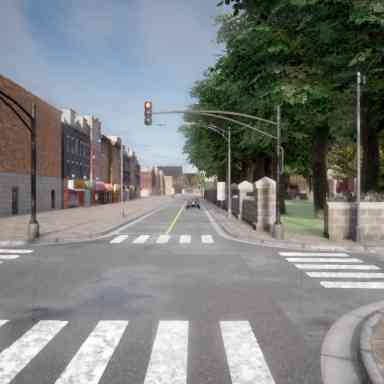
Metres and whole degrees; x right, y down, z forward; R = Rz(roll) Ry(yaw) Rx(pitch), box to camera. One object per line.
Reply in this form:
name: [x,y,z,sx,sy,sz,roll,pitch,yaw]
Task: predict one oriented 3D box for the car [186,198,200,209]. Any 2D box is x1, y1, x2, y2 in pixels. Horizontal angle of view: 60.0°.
car: [0.168,1.532,46.109,2.033,1.411,5.357,0,0,0]
